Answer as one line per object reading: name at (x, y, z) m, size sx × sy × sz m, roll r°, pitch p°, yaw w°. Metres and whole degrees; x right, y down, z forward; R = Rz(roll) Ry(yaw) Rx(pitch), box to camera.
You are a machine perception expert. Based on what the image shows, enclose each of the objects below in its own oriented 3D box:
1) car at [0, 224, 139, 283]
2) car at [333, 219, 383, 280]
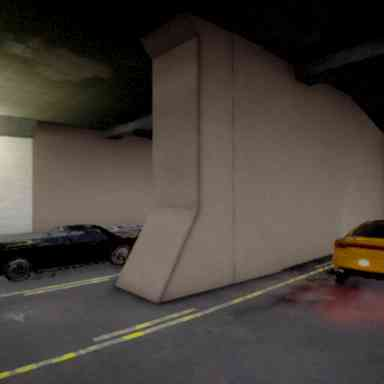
car at (-3.856, 1.692, 10.207) m, size 4.718 × 1.301 × 1.895 m, roll 0°, pitch 0°, yaw -41°
car at (5.833, 1.514, 9.496) m, size 5.008 × 1.535 × 1.882 m, roll 0°, pitch 0°, yaw -43°
